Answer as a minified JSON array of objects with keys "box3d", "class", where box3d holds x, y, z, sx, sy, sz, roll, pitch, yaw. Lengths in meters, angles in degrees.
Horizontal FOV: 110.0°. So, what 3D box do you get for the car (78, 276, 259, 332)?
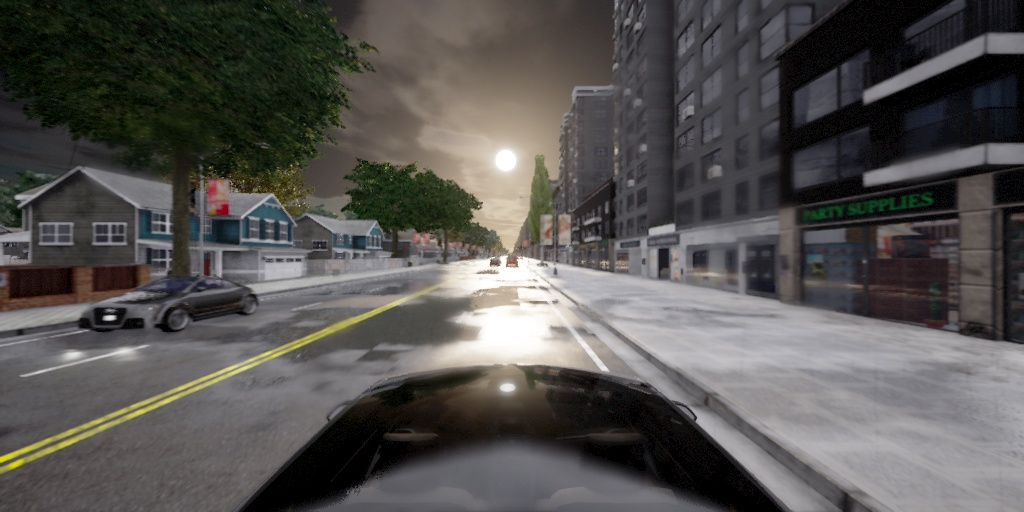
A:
[{"box3d":[-9.749,1.314,10.679,1.994,1.385,4.181,0,0,0],"class":"car"}]
